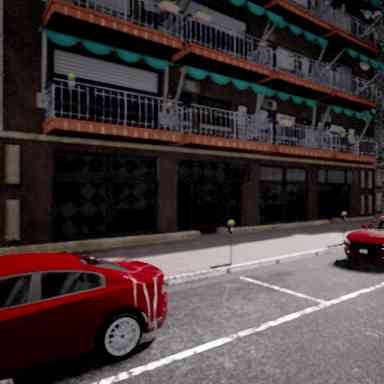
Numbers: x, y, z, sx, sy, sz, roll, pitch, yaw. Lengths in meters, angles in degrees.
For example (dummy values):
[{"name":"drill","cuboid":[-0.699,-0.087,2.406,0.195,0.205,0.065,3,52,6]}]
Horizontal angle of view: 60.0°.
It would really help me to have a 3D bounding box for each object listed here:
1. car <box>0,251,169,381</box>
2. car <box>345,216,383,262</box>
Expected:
[{"name":"car","cuboid":[-2.453,1.542,4.342,4.507,1.381,1.887,-1,1,-36]},{"name":"car","cuboid":[6.809,1.459,10.954,4.507,1.381,1.887,-1,1,-36]}]
